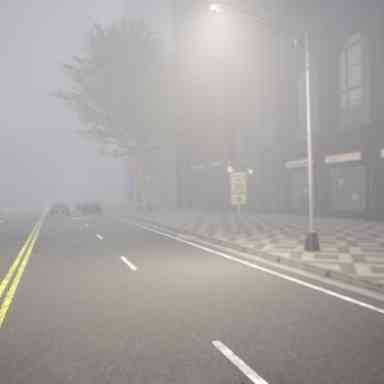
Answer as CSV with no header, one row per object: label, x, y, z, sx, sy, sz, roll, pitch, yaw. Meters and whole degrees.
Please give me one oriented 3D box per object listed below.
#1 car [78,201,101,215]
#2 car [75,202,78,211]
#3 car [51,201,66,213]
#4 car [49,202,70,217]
car,-11.504,1.732,37.743,1.882,1.535,5.008,-2,0,-22
car,-15.618,1.954,47.589,1.895,1.301,4.718,-2,0,-22
car,-18.458,2.030,45.959,1.895,1.301,4.718,-2,0,-23
car,-14.292,1.821,36.025,2.128,1.511,4.902,-2,0,-22
